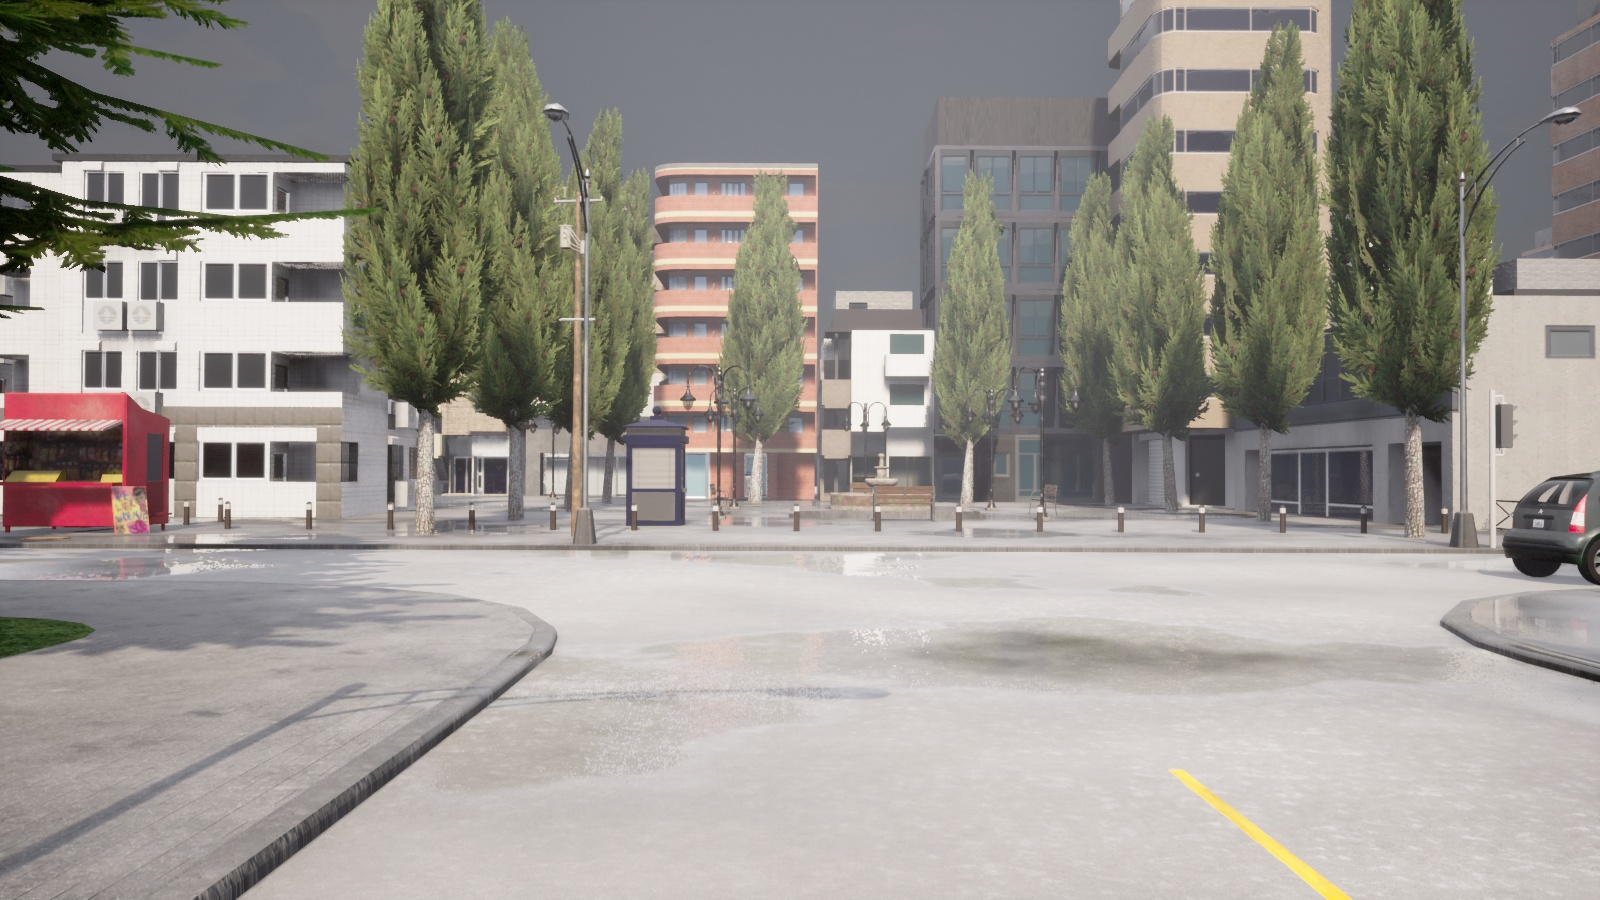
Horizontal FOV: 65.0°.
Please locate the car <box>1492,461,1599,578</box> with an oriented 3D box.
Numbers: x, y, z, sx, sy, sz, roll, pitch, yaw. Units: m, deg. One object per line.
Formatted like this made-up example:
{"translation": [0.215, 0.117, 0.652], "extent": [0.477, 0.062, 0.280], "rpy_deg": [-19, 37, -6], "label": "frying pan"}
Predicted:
{"translation": [12.655, 0.971, 18.445], "extent": [3.988, 1.617, 1.851], "rpy_deg": [0, -1, -4], "label": "car"}
